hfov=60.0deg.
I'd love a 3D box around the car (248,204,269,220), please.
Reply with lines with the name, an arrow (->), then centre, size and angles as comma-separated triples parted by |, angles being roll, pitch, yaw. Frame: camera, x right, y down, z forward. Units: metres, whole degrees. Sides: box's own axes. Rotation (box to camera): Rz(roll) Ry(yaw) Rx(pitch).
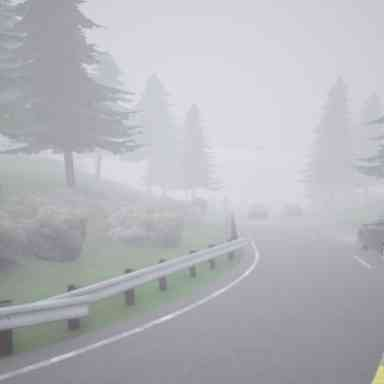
car -> 6.685, 1.918, 33.774 | 1.882, 1.535, 5.008 | -1, -1, 7

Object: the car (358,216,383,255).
car -> 7.582, 1.602, 12.175 | 2.128, 1.511, 4.902 | -1, -1, 12

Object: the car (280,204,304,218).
car -> 10.675, 1.978, 35.819 | 2.033, 1.411, 5.357 | -1, -1, 8
